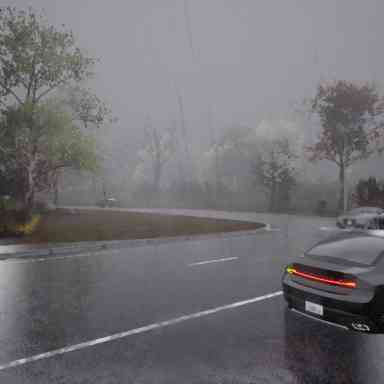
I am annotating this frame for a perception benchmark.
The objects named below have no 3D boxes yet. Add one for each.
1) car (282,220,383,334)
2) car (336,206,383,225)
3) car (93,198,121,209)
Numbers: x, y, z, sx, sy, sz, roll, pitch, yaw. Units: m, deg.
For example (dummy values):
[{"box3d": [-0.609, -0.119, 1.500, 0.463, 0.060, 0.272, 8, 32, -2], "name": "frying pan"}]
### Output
[{"box3d": [3.812, 1.505, 6.438, 4.892, 1.490, 1.837, 0, 0, -36], "name": "car"}, {"box3d": [10.532, 1.564, 19.952, 4.181, 1.385, 1.994, 0, 0, -35], "name": "car"}, {"box3d": [-12.553, 1.613, 48.863, 5.008, 1.535, 1.882, -1, 0, 39], "name": "car"}]
